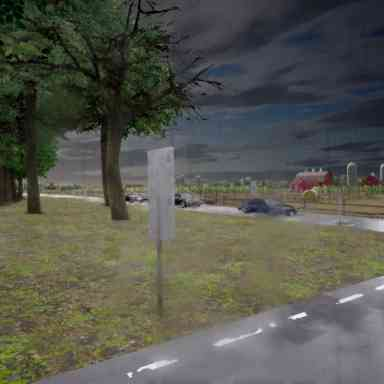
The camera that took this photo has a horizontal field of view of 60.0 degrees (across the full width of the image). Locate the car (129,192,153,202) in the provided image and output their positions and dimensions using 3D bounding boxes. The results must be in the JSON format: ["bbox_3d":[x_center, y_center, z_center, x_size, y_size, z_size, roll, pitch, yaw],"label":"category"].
[{"bbox_3d":[-8.086,0.811,52.349,1.994,1.385,4.181,-1,1,-35],"label":"car"}]

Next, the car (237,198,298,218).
[{"bbox_3d":[6.115,1.248,27.696,2.033,1.411,5.357,-1,2,-36],"label":"car"}]

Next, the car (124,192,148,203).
[{"bbox_3d":[-8.709,0.820,48.314,2.128,1.511,4.902,-1,1,-35],"label":"car"}]

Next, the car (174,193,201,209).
[{"bbox_3d":[-0.951,0.865,37.492,2.097,1.767,4.553,-1,1,-36],"label":"car"}]
